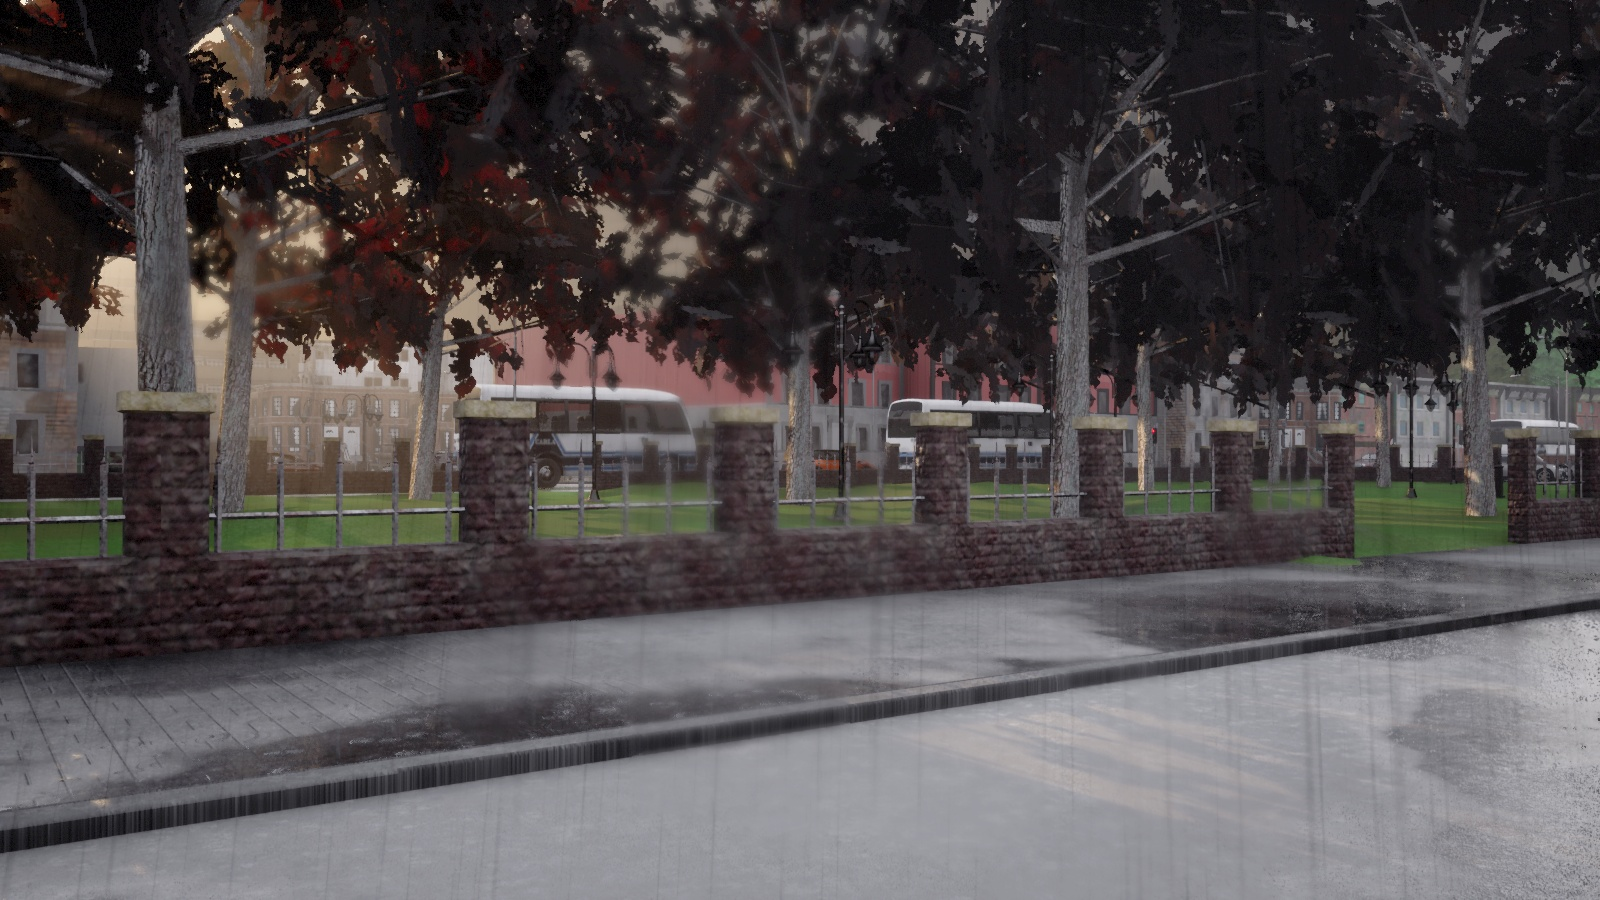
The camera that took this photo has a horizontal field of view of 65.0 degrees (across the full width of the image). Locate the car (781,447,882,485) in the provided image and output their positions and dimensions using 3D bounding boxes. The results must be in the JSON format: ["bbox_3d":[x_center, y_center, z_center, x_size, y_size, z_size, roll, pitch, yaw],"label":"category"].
[{"bbox_3d":[1.542,0.748,60.656,4.553,1.767,2.097,0,0,-35],"label":"car"}]

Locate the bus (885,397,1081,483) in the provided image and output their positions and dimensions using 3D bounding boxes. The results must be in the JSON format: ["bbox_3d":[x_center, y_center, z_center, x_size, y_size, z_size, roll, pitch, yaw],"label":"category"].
[{"bbox_3d":[9.780,-0.490,66.470,10.273,4.253,3.944,0,0,-34],"label":"bus"}]

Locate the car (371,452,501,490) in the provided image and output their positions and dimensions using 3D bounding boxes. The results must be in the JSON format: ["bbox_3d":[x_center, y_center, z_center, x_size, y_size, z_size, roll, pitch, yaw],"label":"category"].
[{"bbox_3d":[-15.493,0.865,53.603,4.902,1.511,2.128,0,0,-35],"label":"car"}]

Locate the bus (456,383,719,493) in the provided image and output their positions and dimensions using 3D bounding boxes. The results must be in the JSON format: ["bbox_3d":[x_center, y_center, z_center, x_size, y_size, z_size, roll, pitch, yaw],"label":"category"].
[{"bbox_3d":[-8.894,-0.482,53.339,10.273,4.253,3.944,0,0,-35],"label":"bus"}]

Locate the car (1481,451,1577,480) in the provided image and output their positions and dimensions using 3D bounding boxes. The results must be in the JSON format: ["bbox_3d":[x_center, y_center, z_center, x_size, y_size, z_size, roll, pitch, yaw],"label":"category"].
[{"bbox_3d":[37.564,0.789,64.729,1.970,1.475,3.806,0,0,-37],"label":"car"}]

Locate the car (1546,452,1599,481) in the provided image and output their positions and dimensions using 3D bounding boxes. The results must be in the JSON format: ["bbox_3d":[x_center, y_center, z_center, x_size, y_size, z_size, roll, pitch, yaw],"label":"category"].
[{"bbox_3d":[41.450,0.832,65.769,1.845,1.501,3.633,0,0,-32],"label":"car"}]

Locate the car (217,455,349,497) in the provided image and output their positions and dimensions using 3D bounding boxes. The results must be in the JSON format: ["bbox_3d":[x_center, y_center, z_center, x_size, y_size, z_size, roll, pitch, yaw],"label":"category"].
[{"bbox_3d":[-19.020,0.912,46.249,4.193,1.474,1.816,0,0,-35],"label":"car"}]
